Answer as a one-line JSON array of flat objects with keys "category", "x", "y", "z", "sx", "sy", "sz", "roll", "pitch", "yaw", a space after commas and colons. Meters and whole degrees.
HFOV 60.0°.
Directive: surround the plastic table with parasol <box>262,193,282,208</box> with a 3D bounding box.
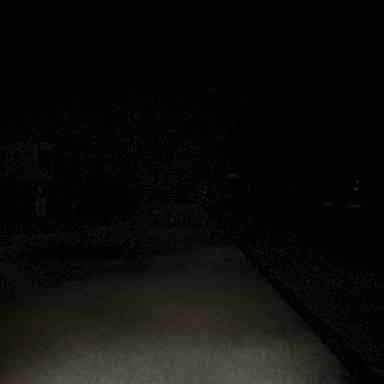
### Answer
[{"category": "plastic table with parasol", "x": 14.620, "y": 1.543, "z": 60.461, "sx": 2.482, "sy": 2.480, "sz": 2.482, "roll": -3, "pitch": 2, "yaw": -42}]
